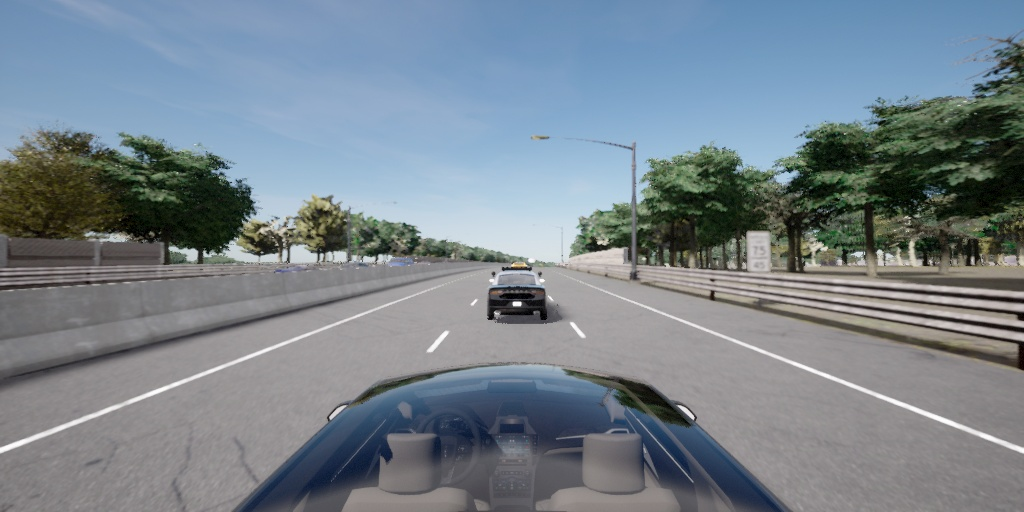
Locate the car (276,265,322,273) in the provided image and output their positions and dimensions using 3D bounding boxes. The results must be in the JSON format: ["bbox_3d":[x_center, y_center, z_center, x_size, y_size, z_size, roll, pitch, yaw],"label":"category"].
[{"bbox_3d":[-20.604,1.526,34.851,1.895,1.301,4.718,0,-1,2],"label":"car"}]

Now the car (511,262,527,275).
[{"bbox_3d":[0.906,1.491,44.017,1.882,1.535,5.008,0,-1,2],"label":"car"}]

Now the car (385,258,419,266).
[{"bbox_3d":[-13.338,1.227,42.728,2.150,2.045,5.566,0,-1,2],"label":"car"}]

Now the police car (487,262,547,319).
[{"bbox_3d":[0.175,1.202,13.027,1.930,1.638,5.238,0,0,1],"label":"police car"}]

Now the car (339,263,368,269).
[{"bbox_3d":[-16.984,1.464,38.554,1.837,1.490,4.892,0,-1,2],"label":"car"}]
